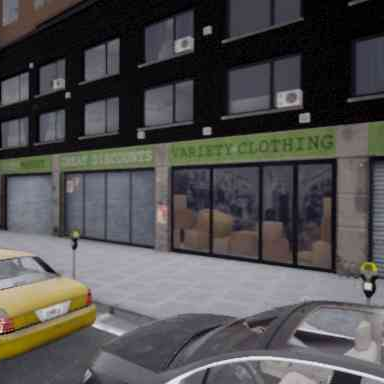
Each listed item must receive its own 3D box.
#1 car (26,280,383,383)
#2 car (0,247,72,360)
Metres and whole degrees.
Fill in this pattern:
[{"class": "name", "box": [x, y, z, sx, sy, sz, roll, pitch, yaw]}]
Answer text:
[{"class": "car", "box": [0.978, 1.552, 2.393, 4.403, 1.369, 2.008, 0, 0, 36]}, {"class": "car", "box": [-3.707, 1.546, 5.737, 4.829, 1.417, 1.752, 0, 0, 36]}]
